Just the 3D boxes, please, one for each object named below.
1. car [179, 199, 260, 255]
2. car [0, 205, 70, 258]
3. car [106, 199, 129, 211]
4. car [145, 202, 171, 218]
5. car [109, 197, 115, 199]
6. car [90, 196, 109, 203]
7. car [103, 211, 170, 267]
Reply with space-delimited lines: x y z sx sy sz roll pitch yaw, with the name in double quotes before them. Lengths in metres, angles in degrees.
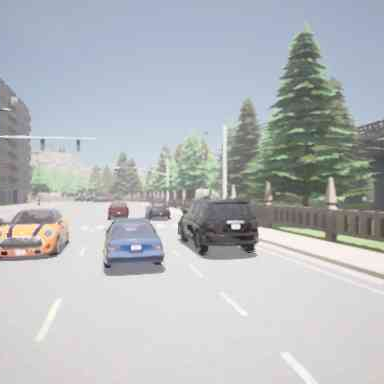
"car" 0.915 1.301 14.046 2.150 2.045 5.566 0 0 -13
"car" -6.234 1.460 13.317 2.097 1.767 4.553 0 0 -13
"car" -6.953 1.698 31.494 1.882 1.535 5.008 0 0 -14
"car" -3.198 1.691 30.858 2.128 1.511 4.902 0 0 -13
"car" -22.692 2.177 92.371 1.812 1.442 4.674 0 0 -40
"car" -25.073 2.172 89.738 1.812 1.442 4.674 0 0 -40
"car" -2.148 1.628 11.808 2.033 1.411 5.357 0 0 -13
